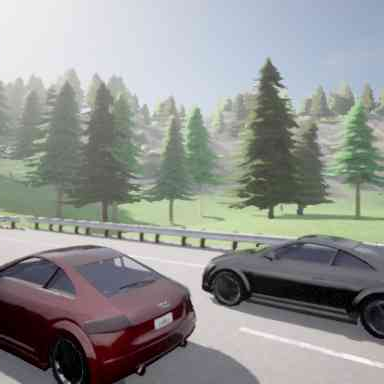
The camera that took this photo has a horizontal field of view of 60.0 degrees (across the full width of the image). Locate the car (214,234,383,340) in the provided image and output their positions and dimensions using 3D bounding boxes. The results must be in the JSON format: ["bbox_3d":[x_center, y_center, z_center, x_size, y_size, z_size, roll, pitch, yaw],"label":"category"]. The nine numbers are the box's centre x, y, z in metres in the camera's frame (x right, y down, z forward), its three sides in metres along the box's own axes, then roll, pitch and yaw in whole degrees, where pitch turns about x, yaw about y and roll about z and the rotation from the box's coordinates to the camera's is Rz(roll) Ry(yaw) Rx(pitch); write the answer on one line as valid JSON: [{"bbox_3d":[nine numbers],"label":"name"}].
[{"bbox_3d":[2.266,1.550,6.546,4.181,1.385,1.994,0,0,35],"label":"car"}]

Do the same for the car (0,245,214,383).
[{"bbox_3d":[-2.003,1.557,5.232,4.181,1.385,1.994,0,0,34],"label":"car"}]
